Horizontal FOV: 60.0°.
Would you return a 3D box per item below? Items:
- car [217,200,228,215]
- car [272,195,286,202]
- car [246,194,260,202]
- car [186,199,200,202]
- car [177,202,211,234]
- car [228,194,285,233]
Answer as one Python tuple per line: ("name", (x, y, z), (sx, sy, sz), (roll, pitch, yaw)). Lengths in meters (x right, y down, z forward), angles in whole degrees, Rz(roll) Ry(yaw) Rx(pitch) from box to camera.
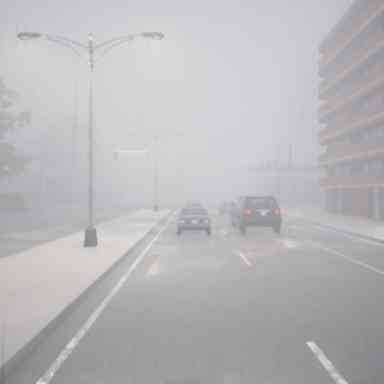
("car", (3.610, 1.512, 32.998), (1.994, 1.385, 4.181), (0, 0, 0))
("car", (18.970, 1.343, 72.806), (1.970, 1.475, 3.806), (0, 0, 0))
("car", (13.225, 1.183, 72.045), (2.242, 1.667, 4.611), (0, 0, 0))
("car", (0.104, 1.442, 32.302), (2.128, 1.511, 4.902), (0, 0, 0))
("car", (0.104, 1.518, 18.947), (2.033, 1.411, 5.357), (0, 0, 0))
("car", (3.602, 1.190, 19.383), (2.150, 2.045, 5.566), (0, 0, 0))
